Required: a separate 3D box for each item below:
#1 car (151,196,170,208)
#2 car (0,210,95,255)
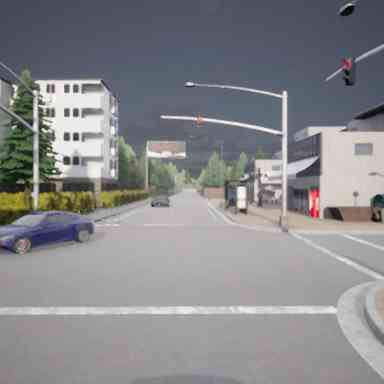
[{"bbox_3d":[-3.532,1.096,37.961,1.994,1.385,4.181,0,1,0],"label":"car"},{"bbox_3d":[-5.931,1.500,13.264,1.812,1.442,4.674,0,1,27],"label":"car"}]
